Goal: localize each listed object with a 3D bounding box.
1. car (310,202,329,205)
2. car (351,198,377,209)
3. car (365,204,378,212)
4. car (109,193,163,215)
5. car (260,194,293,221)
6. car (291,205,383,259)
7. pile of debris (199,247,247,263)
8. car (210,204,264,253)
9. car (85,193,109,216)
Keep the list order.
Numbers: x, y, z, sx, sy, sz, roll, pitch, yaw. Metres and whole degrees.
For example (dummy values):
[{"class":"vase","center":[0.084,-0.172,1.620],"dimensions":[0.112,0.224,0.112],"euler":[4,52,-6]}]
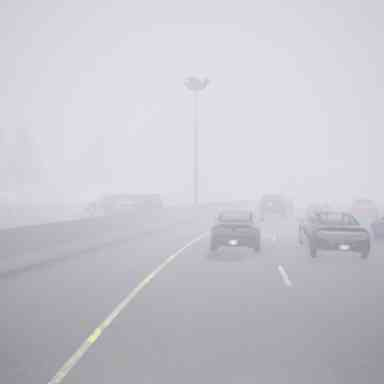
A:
[{"class":"car","center":[11.463,1.589,29.849],"dimensions":[1.895,1.301,4.718],"euler":[0,0,26]},{"class":"car","center":[15.538,1.358,30.086],"dimensions":[2.097,1.767,4.553],"euler":[0,0,26]},{"class":"car","center":[9.063,1.489,13.877],"dimensions":[1.882,1.535,5.008],"euler":[0,0,13]},{"class":"car","center":[-4.492,1.139,29.055],"dimensions":[2.150,2.045,5.566],"euler":[0,0,22]},{"class":"car","center":[7.654,1.191,30.021],"dimensions":[2.150,2.045,5.566],"euler":[0,0,26]},{"class":"car","center":[5.202,1.488,12.622],"dimensions":[2.128,1.511,4.902],"euler":[0,0,12]},{"class":"pile of debris","center":[1.130,2.156,11.498],"dimensions":[1.500,0.140,1.860],"euler":[0,0,11]},{"class":"car","center":[1.924,1.480,13.813],"dimensions":[1.837,1.490,4.892],"euler":[0,0,12]},{"class":"car","center":[-7.483,1.121,30.962],"dimensions":[2.150,2.045,5.566],"euler":[0,0,22]}]
